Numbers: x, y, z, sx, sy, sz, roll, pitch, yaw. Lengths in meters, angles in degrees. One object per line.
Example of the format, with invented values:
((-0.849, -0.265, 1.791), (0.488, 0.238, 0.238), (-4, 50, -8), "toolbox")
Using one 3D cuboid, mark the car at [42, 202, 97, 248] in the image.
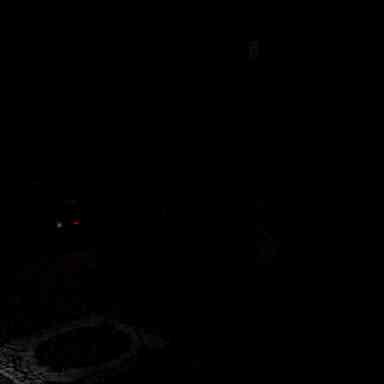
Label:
((-4.283, 1.310, 14.930), (2.097, 1.767, 4.553), (0, 0, 25), "car")
